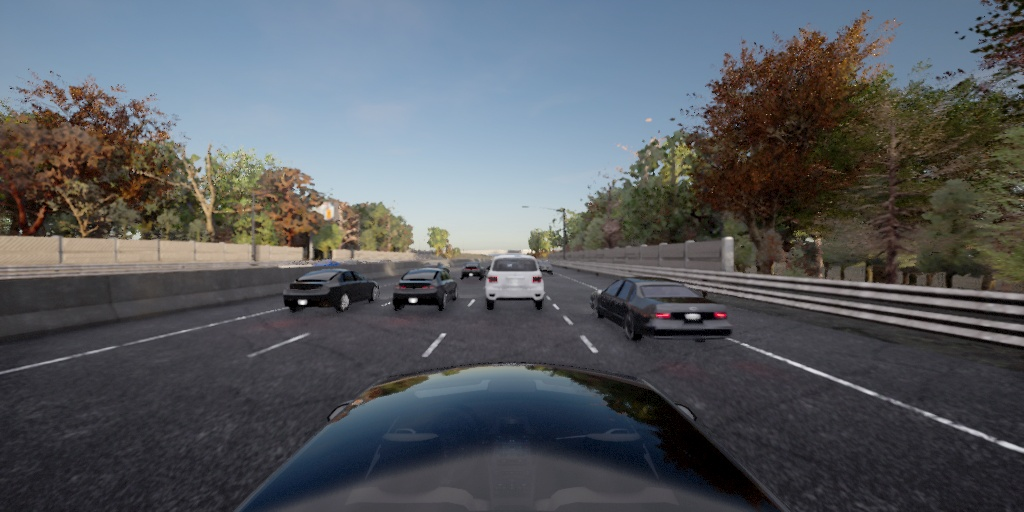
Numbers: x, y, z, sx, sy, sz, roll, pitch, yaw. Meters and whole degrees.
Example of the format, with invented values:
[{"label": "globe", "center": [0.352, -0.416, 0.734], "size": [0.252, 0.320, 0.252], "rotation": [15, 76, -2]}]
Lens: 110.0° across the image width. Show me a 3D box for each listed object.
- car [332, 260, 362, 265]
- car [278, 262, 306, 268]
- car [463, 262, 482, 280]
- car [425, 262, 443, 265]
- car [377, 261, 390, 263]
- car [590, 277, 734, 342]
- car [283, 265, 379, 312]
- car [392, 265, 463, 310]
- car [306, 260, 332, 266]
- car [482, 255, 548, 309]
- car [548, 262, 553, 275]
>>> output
[{"label": "car", "center": [-21.073, 1.341, 47.009], "size": [1.837, 1.490, 4.892], "rotation": [0, -1, 0]}, {"label": "car", "center": [-28.072, 1.434, 46.484], "size": [1.895, 1.301, 4.718], "rotation": [0, 0, 0]}, {"label": "car", "center": [-3.396, 1.308, 32.264], "size": [1.837, 1.490, 4.892], "rotation": [0, 0, 0]}, {"label": "car", "center": [-6.892, 1.294, 32.219], "size": [2.128, 1.511, 4.902], "rotation": [0, 0, 0]}, {"label": "car", "center": [-17.570, 1.386, 49.220], "size": [2.033, 1.411, 5.357], "rotation": [0, 0, 0]}, {"label": "car", "center": [3.623, 1.287, 9.837], "size": [2.033, 1.411, 5.357], "rotation": [0, 0, -2]}, {"label": "car", "center": [-6.899, 1.274, 14.235], "size": [1.837, 1.490, 4.892], "rotation": [0, 0, 0]}, {"label": "car", "center": [-3.398, 1.275, 14.744], "size": [1.837, 1.490, 4.892], "rotation": [0, 0, 0]}, {"label": "car", "center": [-24.569, 1.312, 47.418], "size": [1.882, 1.535, 5.008], "rotation": [0, 0, 0]}, {"label": "car", "center": [0.090, 0.993, 15.284], "size": [2.150, 2.045, 5.566], "rotation": [0, 0, 0]}, {"label": "car", "center": [3.503, 1.345, 40.485], "size": [2.033, 1.411, 5.357], "rotation": [0, 0, 0]}]
